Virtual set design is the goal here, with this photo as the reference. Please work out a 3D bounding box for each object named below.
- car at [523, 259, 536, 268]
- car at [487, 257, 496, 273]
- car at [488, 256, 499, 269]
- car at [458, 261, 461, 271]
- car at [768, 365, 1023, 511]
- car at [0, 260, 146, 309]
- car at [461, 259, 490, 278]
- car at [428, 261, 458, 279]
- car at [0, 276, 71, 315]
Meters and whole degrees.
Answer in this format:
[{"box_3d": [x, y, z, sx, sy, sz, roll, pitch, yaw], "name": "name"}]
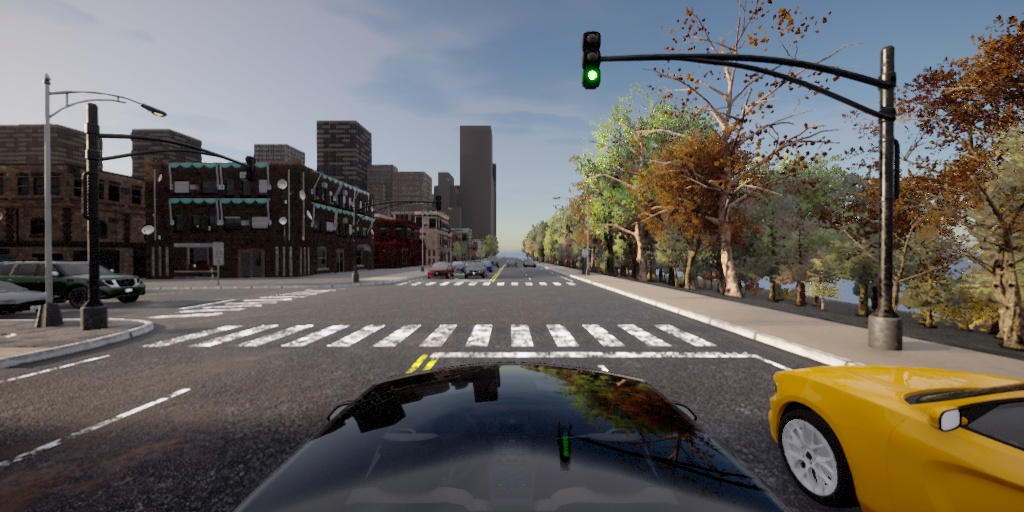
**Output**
[{"box_3d": [3.277, 1.415, 64.409, 1.994, 1.385, 4.181, 0, 0, 1], "name": "car"}, {"box_3d": [-3.395, 1.298, 44.504, 1.882, 1.535, 5.008, 0, 0, 0], "name": "car"}, {"box_3d": [-3.375, 1.070, 61.456, 2.150, 2.045, 5.566, 0, 0, 0], "name": "car"}, {"box_3d": [-6.643, 1.346, 44.151, 1.812, 1.442, 4.674, 0, 0, 0], "name": "car"}, {"box_3d": [3.352, 1.227, 1.334, 1.882, 1.535, 5.008, 0, 0, 0], "name": "car"}, {"box_3d": [-20.010, 1.222, 16.111, 5.566, 2.045, 2.150, -1, 0, 0], "name": "car"}, {"box_3d": [-3.385, 1.309, 34.225, 1.837, 1.490, 4.892, 0, 0, 0], "name": "car"}, {"box_3d": [-6.639, 1.281, 33.877, 1.882, 1.535, 5.008, 0, 0, -2], "name": "car"}, {"box_3d": [-19.959, 1.588, 13.408, 4.313, 1.339, 1.948, 0, 0, 0], "name": "car"}]
